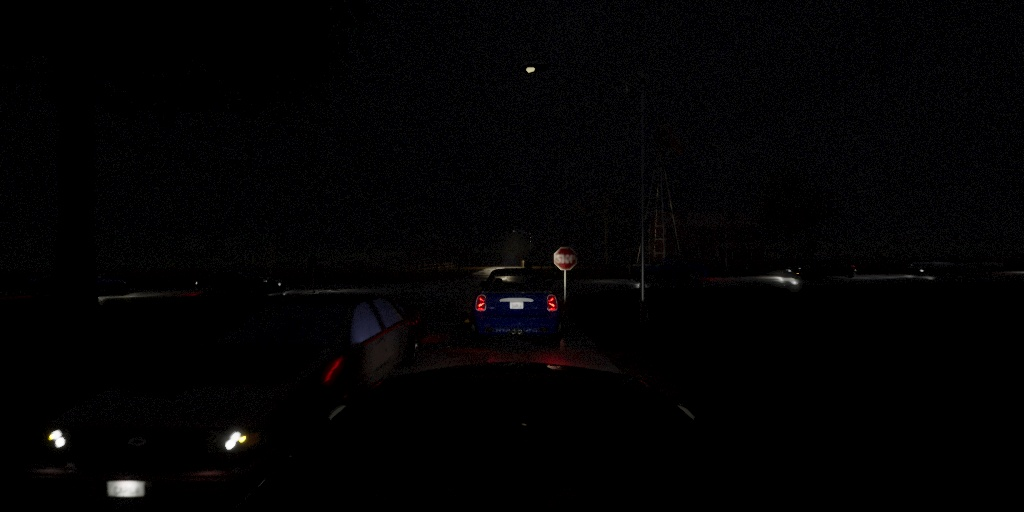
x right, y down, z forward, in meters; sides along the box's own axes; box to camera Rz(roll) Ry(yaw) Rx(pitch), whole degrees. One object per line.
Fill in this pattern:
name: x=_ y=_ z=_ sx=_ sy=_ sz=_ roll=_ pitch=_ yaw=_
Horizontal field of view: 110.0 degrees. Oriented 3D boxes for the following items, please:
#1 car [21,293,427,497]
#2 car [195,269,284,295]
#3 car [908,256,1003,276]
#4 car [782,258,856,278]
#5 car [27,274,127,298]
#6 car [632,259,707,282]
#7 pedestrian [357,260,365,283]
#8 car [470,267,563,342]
car: x=-2.729 y=1.296 z=5.256 sx=2.033 sy=1.411 sz=5.357 roll=0 pitch=0 yaw=1
car: x=-17.288 y=1.586 z=22.878 sx=4.902 sy=1.511 sz=2.128 roll=-1 pitch=1 yaw=0
car: x=31.437 y=0.692 z=25.551 sx=4.718 sy=1.301 sz=1.895 roll=-1 pitch=1 yaw=1
car: x=21.832 y=0.851 z=25.604 sx=4.181 sy=1.385 sz=1.994 roll=-1 pitch=1 yaw=1
car: x=-27.710 y=1.763 z=22.938 sx=5.008 sy=1.535 sz=1.882 roll=-1 pitch=1 yaw=1
car: x=11.184 y=0.977 z=25.662 sx=5.008 sy=1.535 sz=1.882 roll=-1 pitch=1 yaw=0
pedestrian: x=-12.145 y=1.215 z=28.819 sx=0.375 sy=1.860 sz=0.375 roll=0 pitch=2 yaw=0
car: x=0.103 y=1.104 z=9.979 sx=2.097 sy=1.767 sz=4.553 roll=0 pitch=0 yaw=0
